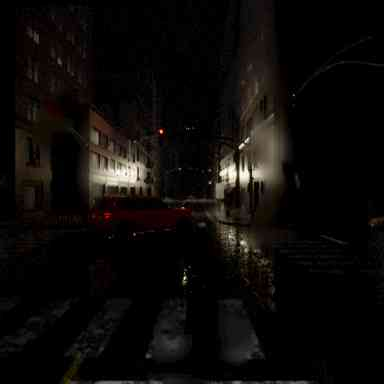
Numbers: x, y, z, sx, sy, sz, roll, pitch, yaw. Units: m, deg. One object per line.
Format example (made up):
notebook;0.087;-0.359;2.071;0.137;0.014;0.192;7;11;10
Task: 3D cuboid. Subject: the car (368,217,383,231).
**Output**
car;12.385;1.515;18.375;4.829;1.417;1.752;0;0;0

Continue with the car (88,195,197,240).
car;-2.467;1.220;17.152;5.566;2.045;2.150;0;1;-36

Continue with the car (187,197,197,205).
car;-0.028;1.566;61.088;1.895;1.301;4.718;0;0;0

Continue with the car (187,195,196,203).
car;-0.150;1.477;71.359;1.812;1.442;4.674;0;0;0
